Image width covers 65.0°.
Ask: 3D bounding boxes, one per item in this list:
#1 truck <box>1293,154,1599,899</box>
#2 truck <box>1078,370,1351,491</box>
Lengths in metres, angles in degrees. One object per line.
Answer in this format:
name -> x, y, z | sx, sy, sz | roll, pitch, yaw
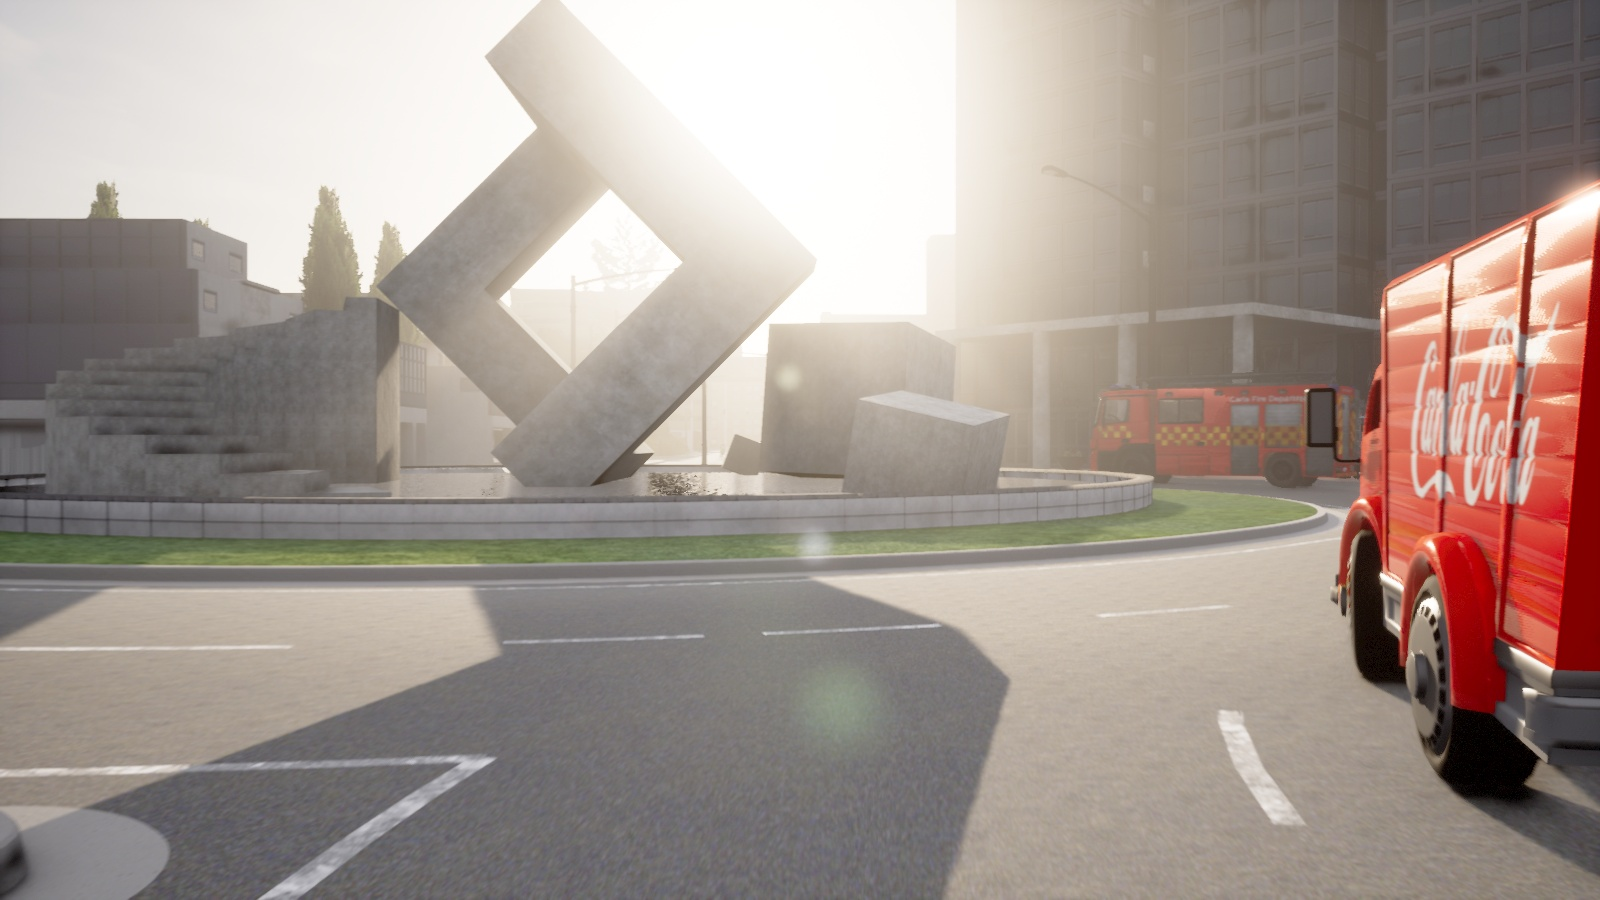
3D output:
truck -> 4.293, 0.229, 6.427 | 2.627, 2.467, 5.204 | 0, 0, 14
truck -> 14.174, -0.658, 43.403 | 8.468, 3.827, 2.891 | 0, 1, 36
